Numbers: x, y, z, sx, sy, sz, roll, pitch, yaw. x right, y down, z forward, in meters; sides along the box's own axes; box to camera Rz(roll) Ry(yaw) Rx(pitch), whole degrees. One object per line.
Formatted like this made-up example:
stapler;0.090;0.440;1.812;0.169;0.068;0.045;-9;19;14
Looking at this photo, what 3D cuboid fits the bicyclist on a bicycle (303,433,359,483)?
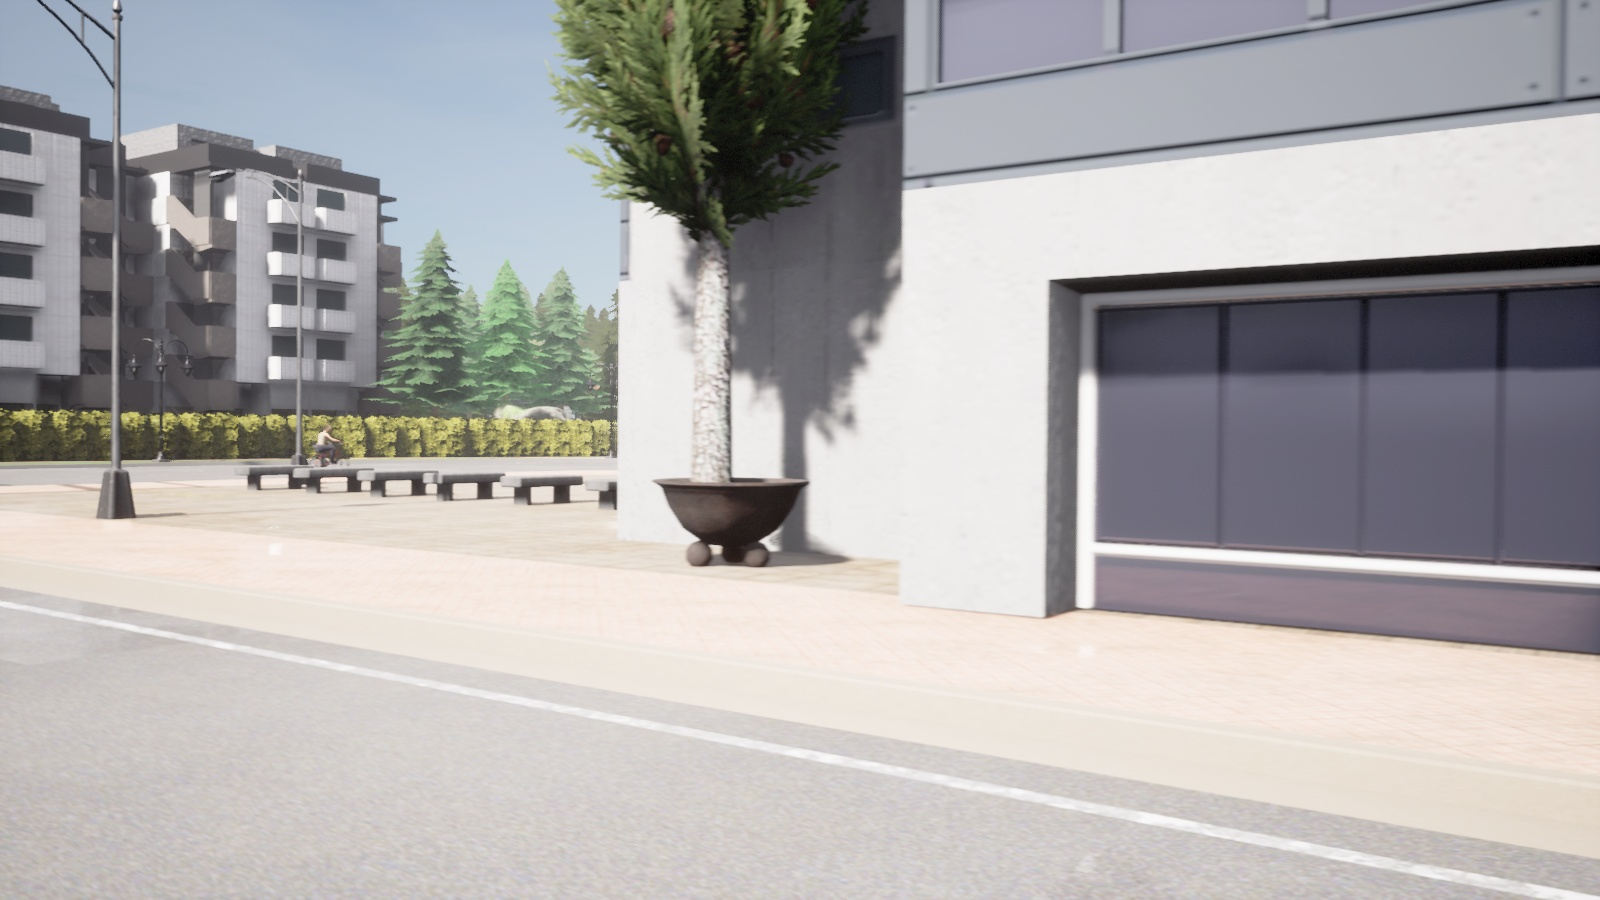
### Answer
bicyclist on a bicycle;-15.570;0.247;41.741;0.866;1.612;1.509;0;1;35
